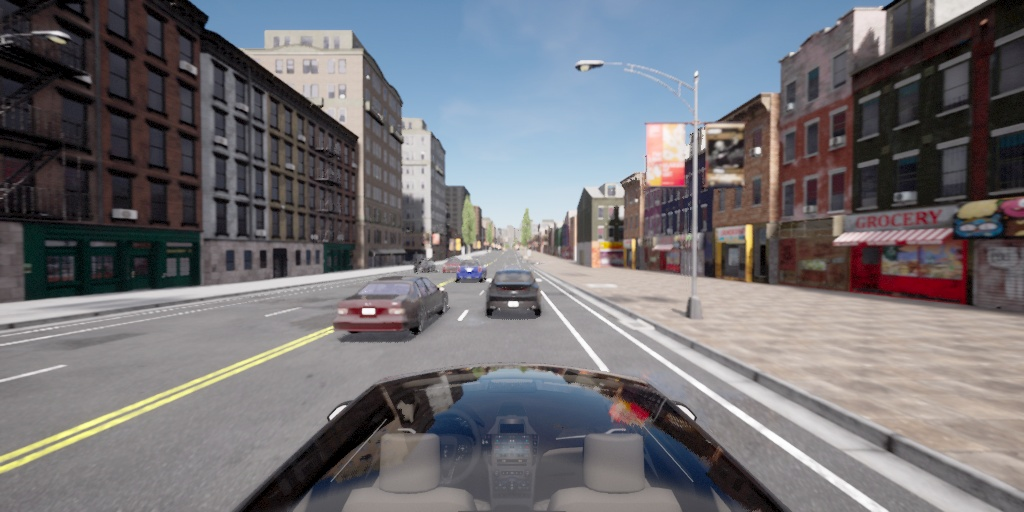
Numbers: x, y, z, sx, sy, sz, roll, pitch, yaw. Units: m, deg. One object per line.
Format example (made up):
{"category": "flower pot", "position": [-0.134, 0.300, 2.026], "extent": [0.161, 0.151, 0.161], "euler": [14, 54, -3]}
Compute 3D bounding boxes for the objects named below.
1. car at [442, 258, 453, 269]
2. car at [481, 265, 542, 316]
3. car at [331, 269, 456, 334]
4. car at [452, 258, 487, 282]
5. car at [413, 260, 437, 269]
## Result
{"category": "car", "position": [-6.596, 1.064, 41.026], "extent": [2.097, 1.767, 4.553], "euler": [0, 0, 0]}
{"category": "car", "position": [0.066, 1.238, 13.328], "extent": [1.837, 1.490, 4.892], "euler": [0, -1, 1]}
{"category": "car", "position": [-3.203, 1.283, 10.564], "extent": [2.033, 1.411, 5.357], "euler": [0, 0, 0]}
{"category": "car", "position": [-3.180, 1.090, 28.939], "extent": [2.097, 1.767, 4.553], "euler": [0, 0, 0]}
{"category": "car", "position": [-9.844, 1.221, 40.859], "extent": [1.837, 1.490, 4.892], "euler": [0, 0, 0]}
